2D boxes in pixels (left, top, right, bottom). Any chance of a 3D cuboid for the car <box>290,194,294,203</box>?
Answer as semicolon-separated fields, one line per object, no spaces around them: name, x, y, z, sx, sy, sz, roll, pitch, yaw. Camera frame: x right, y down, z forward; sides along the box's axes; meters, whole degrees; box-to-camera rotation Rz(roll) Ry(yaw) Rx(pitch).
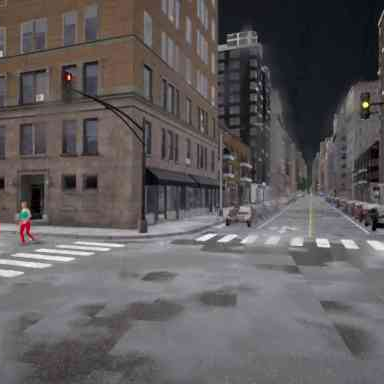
car;16.608;1.562;59.283;1.947;1.339;4.313;1;0;20

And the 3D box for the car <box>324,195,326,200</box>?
car;30.248;1.573;72.026;1.802;1.307;4.206;1;0;20

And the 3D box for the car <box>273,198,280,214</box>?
car;7.254;1.551;33.267;2.008;1.369;4.403;1;0;20

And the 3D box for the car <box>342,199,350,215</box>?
car;15.279;1.551;30.389;2.008;1.369;4.403;1;0;20

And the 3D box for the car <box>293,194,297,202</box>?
car;20.349;1.559;69.690;1.947;1.339;4.313;1;0;20

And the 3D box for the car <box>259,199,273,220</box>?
car;5.383;1.567;28.064;1.947;1.339;4.313;1;0;20

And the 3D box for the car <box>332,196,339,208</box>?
car;20.893;1.565;46.003;1.947;1.339;4.313;1;0;20

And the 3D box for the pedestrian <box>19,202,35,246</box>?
pedestrian;-6.889;1.258;13.725;0.375;1.860;0.375;0;-1;19

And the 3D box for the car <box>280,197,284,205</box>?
car;9.125;1.545;38.470;1.887;1.381;4.507;1;0;20

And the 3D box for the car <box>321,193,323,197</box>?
car;35.863;1.428;87.639;1.967;1.590;4.097;1;0;20

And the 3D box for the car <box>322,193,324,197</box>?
car;33.992;1.429;82.434;1.967;1.590;4.097;1;0;20

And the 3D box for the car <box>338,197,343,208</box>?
car;17.151;1.545;35.594;1.887;1.381;4.507;1;0;20

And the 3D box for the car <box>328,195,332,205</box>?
car;24.635;1.547;56.412;2.008;1.369;4.403;1;0;20

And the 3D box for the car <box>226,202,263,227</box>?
car;3.513;1.583;22.861;1.802;1.307;4.206;1;0;20

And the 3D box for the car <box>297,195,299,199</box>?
car;22.222;1.306;74.892;2.192;1.841;5.009;1;0;20

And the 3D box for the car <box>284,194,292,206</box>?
car;14.680;1.523;53.920;1.752;1.417;4.829;1;0;20

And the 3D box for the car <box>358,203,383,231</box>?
car;11.537;1.567;19.980;1.947;1.339;4.313;1;0;20

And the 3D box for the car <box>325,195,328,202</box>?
car;28.377;1.559;66.821;1.947;1.339;4.313;1;0;20

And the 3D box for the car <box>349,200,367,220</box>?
car;13.408;1.546;25.184;1.887;1.381;4.507;1;0;20
